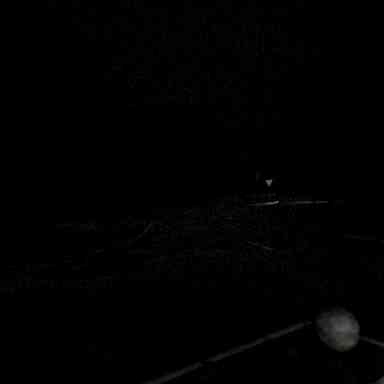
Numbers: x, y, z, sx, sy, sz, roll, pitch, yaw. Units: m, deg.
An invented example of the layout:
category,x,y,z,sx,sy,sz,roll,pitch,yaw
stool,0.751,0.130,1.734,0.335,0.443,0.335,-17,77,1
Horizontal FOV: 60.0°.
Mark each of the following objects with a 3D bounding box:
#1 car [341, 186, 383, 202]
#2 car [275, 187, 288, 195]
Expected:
category,x,y,z,sx,sy,sz,roll,pitch,yaw
car,17.832,0.187,33.902,4.902,1.511,2.128,-2,1,7
car,15.874,-0.202,59.020,1.882,1.535,5.008,-2,0,10
